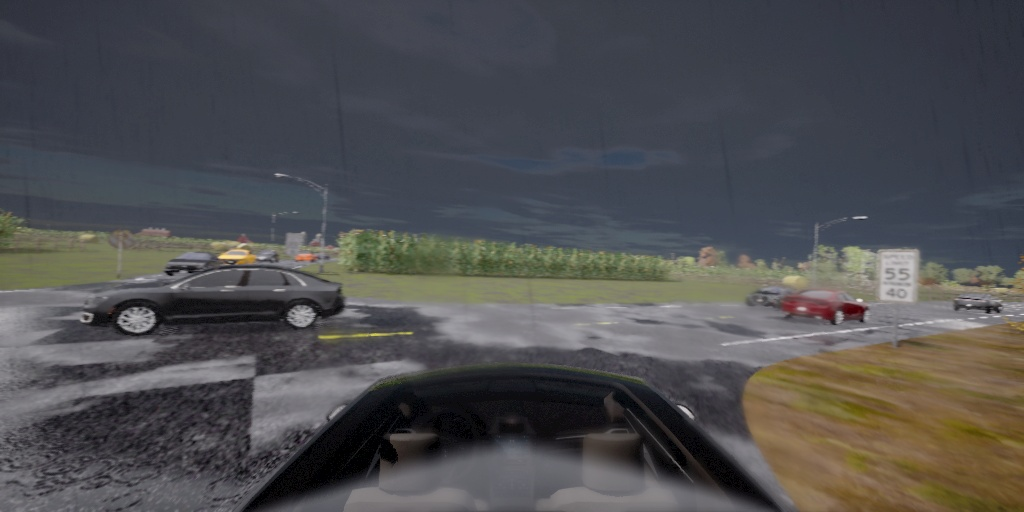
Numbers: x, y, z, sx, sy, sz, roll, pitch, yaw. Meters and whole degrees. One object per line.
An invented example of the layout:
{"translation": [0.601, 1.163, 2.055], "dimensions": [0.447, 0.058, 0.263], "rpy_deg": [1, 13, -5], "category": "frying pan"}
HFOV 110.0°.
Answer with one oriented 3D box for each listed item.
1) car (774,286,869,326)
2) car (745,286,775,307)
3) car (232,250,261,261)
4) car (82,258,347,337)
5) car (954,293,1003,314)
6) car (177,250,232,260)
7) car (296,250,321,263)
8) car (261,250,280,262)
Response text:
{"translation": [14.801, 2.299, 16.848], "dimensions": [5.008, 1.535, 1.882], "rpy_deg": [4, -1, -29], "category": "car"}
{"translation": [16.210, 2.535, 21.849], "dimensions": [4.181, 1.385, 1.994], "rpy_deg": [4, -1, -29], "category": "car"}
{"translation": [-24.068, 0.193, 31.631], "dimensions": [1.882, 1.535, 5.008], "rpy_deg": [3, -1, -25], "category": "car"}
{"translation": [-6.739, 0.964, 8.762], "dimensions": [4.892, 1.490, 1.837], "rpy_deg": [4, -1, -30], "category": "car"}
{"translation": [38.232, 3.837, 29.387], "dimensions": [4.902, 1.511, 2.128], "rpy_deg": [4, -1, -27], "category": "car"}
{"translation": [-19.046, 0.443, 21.776], "dimensions": [2.033, 1.411, 5.357], "rpy_deg": [3, -1, -28], "category": "car"}
{"translation": [-28.689, 0.006, 50.299], "dimensions": [2.097, 1.767, 4.553], "rpy_deg": [3, -1, -21], "category": "car"}
{"translation": [-28.675, 0.064, 42.110], "dimensions": [2.128, 1.511, 4.902], "rpy_deg": [3, -1, -23], "category": "car"}
